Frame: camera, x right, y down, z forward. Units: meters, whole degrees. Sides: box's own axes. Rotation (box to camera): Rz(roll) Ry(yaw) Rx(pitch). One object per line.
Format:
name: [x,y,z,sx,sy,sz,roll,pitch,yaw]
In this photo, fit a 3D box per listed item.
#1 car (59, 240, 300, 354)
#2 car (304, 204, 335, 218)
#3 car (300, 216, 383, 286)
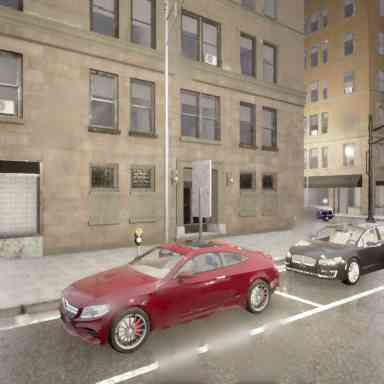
car: [-0.172,1.582,6.055,4.206,1.307,1.802,0,0,-35]
car: [8.246,1.516,25.155,1.895,1.301,4.718,0,0,-35]
car: [4.462,1.550,9.343,4.403,1.369,2.008,0,0,-35]
